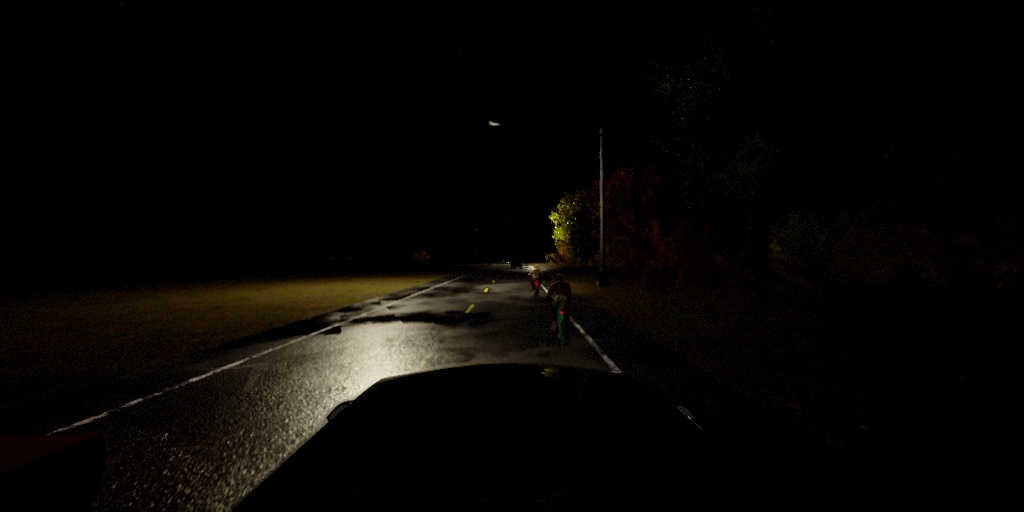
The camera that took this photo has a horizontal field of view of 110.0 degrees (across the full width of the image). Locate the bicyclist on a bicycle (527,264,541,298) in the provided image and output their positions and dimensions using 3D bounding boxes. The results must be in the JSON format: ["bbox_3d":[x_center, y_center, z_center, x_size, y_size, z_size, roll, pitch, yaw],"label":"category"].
[{"bbox_3d":[1.184,1.182,17.585,0.866,1.612,1.509,0,0,0],"label":"bicyclist on a bicycle"}]

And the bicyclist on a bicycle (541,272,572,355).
[{"bbox_3d":[1.042,1.199,7.761,0.582,1.620,1.656,0,0,1],"label":"bicyclist on a bicycle"}]

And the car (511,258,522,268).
[{"bbox_3d":[0.752,1.298,60.761,2.033,1.411,5.357,0,0,1],"label":"car"}]
